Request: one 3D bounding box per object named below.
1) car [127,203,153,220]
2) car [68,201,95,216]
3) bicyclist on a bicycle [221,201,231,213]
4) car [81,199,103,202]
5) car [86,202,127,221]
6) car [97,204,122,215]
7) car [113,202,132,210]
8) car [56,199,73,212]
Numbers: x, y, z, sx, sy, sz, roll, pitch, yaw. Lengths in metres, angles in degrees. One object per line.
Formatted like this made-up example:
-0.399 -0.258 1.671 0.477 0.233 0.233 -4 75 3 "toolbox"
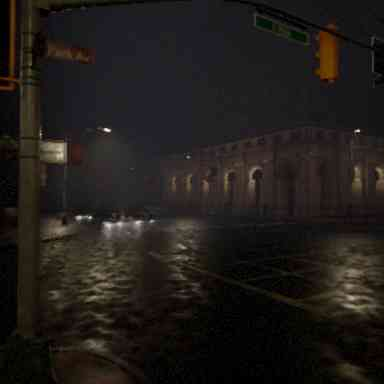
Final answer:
-5.795 2.114 35.568 1.812 1.442 4.674 1 -1 -32 "car"
-13.922 2.237 42.085 1.994 1.385 4.181 1 -1 -30 "car"
4.690 2.100 46.105 1.656 1.620 0.582 0 -1 -32 "bicyclist on a bicycle"
-16.465 2.073 53.046 2.150 2.045 5.566 1 -1 -31 "car"
-8.682 2.037 33.581 2.128 1.511 4.902 1 -1 -32 "car"
-10.997 2.316 43.990 1.895 1.301 4.718 1 -1 -31 "car"
-12.627 2.591 60.510 1.895 1.301 4.718 1 -1 -31 "car"
-19.358 2.030 51.038 2.150 2.045 5.566 1 -1 -31 "car"
